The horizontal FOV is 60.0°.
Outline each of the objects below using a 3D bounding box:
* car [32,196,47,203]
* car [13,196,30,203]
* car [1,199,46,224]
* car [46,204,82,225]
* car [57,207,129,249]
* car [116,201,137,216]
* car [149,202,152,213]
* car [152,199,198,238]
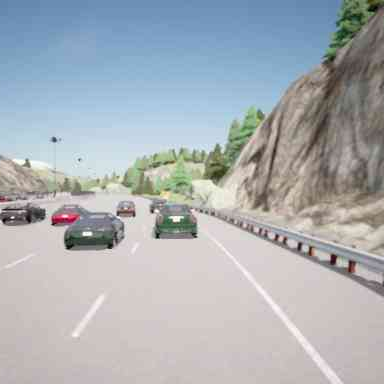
[{"bbox_3d":[-32.404,1.533,70.719,1.812,1.442,4.674,0,0,-12],"label":"car"},{"bbox_3d":[-35.826,1.542,69.987,2.128,1.511,4.902,0,0,-12],"label":"car"},{"bbox_3d":[-12.284,1.497,24.616,2.128,1.511,4.902,0,0,-8],"label":"car"},{"bbox_3d":[-8.675,1.562,24.026,1.994,1.385,4.181,0,0,-8],"label":"car"},{"bbox_3d":[-4.150,1.561,14.689,1.994,1.385,4.181,0,0,-4],"label":"car"},{"bbox_3d":[-6.397,1.535,32.396,2.033,1.411,5.357,0,0,-10],"label":"car"},{"bbox_3d":[-3.653,1.470,36.558,2.128,1.511,4.902,0,0,-11],"label":"car"},{"bbox_3d":[-0.934,1.340,17.933,2.097,1.767,4.553,0,0,-5],"label":"car"}]
